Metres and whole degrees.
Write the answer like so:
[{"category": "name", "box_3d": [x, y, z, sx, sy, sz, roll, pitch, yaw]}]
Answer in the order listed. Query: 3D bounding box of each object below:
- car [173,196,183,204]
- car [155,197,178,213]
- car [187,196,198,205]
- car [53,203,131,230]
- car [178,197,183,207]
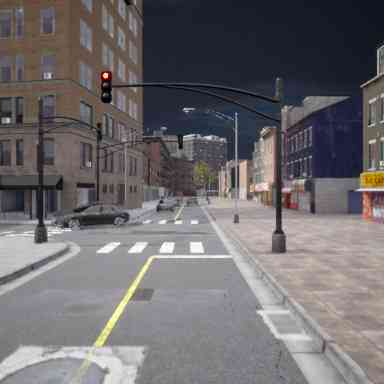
[{"category": "car", "box_3d": [-2.806, 1.602, 66.996, 1.994, 1.385, 4.181, 0, 0, 0]}, {"category": "car", "box_3d": [-2.876, 1.512, 36.793, 1.837, 1.490, 4.892, 0, 0, 0]}, {"category": "car", "box_3d": [0.051, 1.508, 59.333, 2.128, 1.511, 4.902, 0, 0, 0]}, {"category": "car", "box_3d": [-6.380, 1.524, 21.504, 4.892, 1.490, 1.837, 0, 3, -38]}, {"category": "car", "box_3d": [-2.885, 1.575, 50.676, 1.994, 1.385, 4.181, 0, 0, 0]}]
